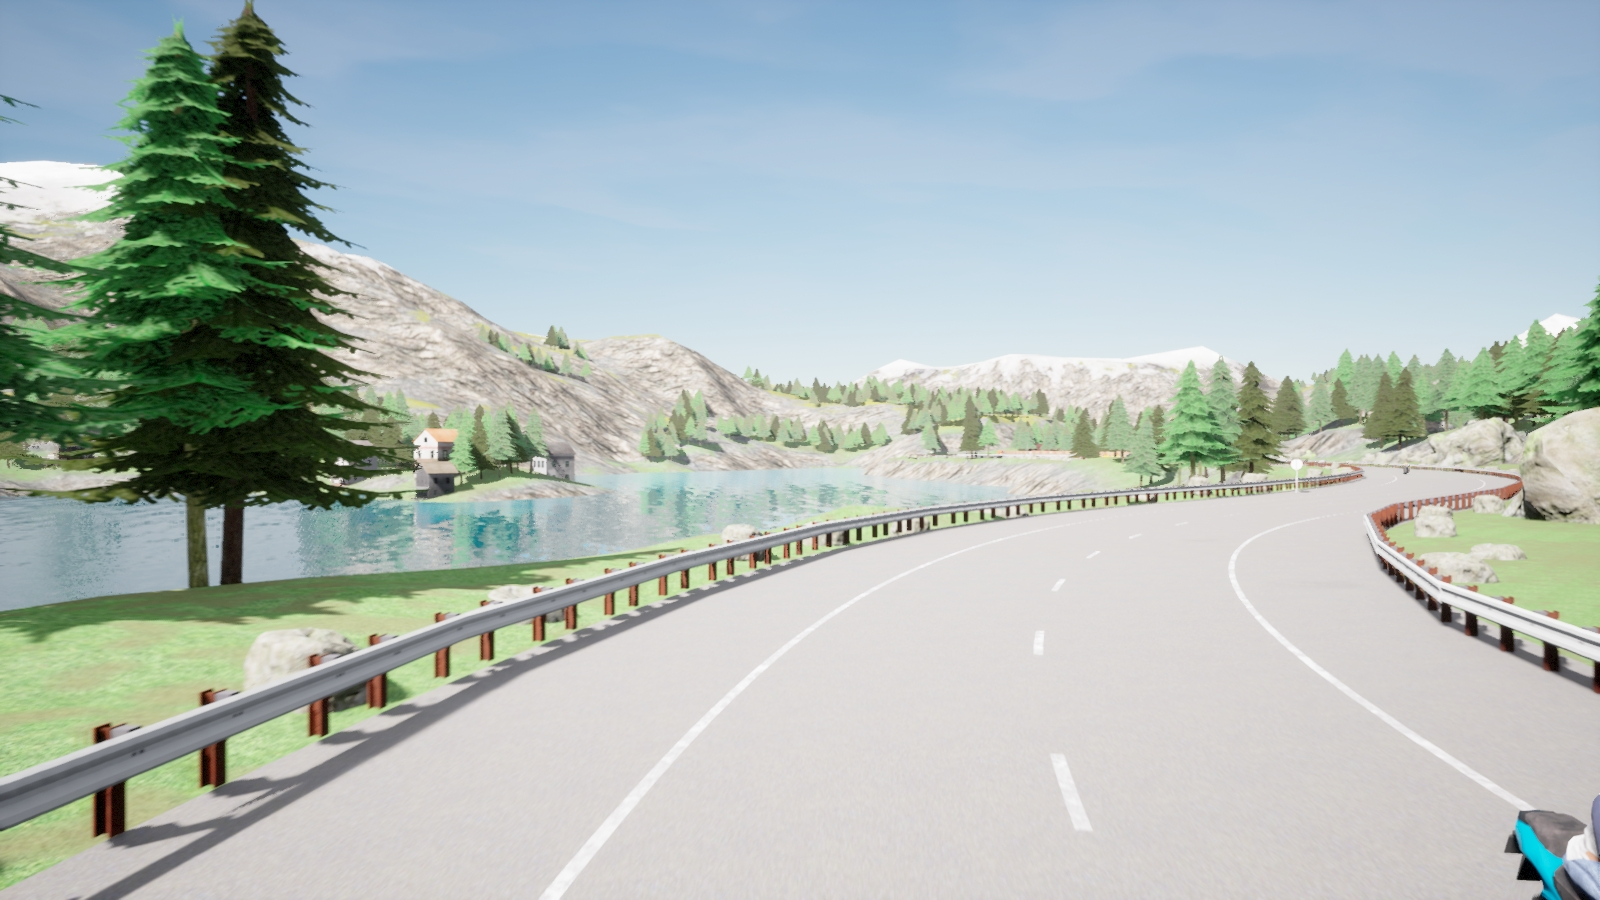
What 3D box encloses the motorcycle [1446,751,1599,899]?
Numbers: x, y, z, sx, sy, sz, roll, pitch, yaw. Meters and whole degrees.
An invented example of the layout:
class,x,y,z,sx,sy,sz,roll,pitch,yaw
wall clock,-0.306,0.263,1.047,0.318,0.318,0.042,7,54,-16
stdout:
class,x,y,z,sx,sy,sz,roll,pitch,yaw
motorcycle,3.672,2.178,4.888,0.803,1.217,2.033,1,0,5
